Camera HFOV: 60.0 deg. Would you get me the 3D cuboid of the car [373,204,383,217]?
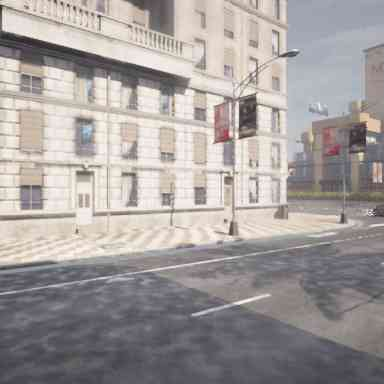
[{"bbox_3d":[18.232,1.564,29.157,1.994,1.385,4.181,0,0,-27],"label":"car"}]
